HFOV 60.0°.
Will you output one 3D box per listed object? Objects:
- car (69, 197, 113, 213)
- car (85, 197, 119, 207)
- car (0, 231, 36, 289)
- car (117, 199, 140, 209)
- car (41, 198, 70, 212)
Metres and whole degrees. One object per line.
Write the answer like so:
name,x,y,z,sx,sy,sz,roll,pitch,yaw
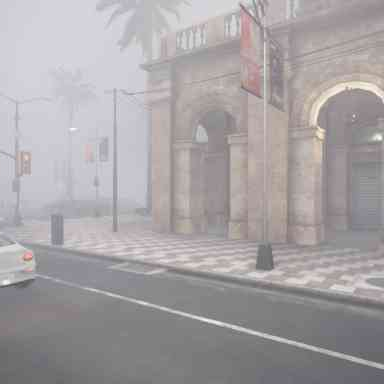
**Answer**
car,-11.027,1.564,37.214,1.994,1.385,4.181,0,0,36
car,-13.786,1.513,51.035,2.161,1.482,4.786,0,0,35
car,-5.527,1.526,7.900,4.674,1.442,1.812,0,0,36
car,-9.410,1.601,45.822,1.895,1.301,4.718,0,0,36
car,-14.809,1.505,38.287,1.837,1.490,4.892,0,0,36
